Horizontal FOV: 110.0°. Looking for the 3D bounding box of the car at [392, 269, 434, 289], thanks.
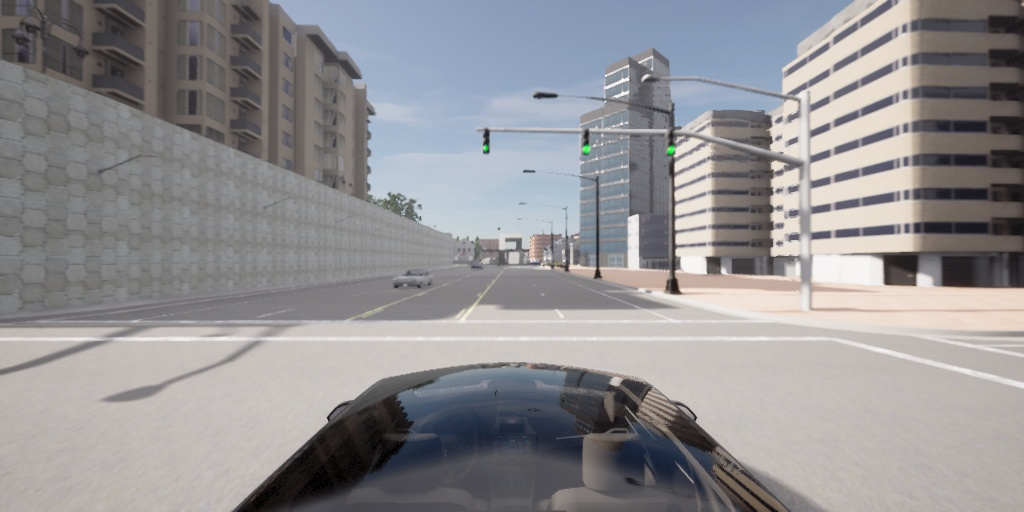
[{"bbox_3d":[-6.995,1.637,25.701,1.895,1.301,4.718,0,0,0],"label":"car"}]
